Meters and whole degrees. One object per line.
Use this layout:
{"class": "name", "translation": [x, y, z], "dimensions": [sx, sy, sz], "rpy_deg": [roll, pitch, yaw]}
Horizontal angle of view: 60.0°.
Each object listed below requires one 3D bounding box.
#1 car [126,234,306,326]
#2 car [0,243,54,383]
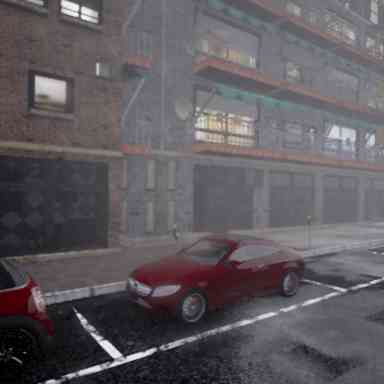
{"class": "car", "translation": [0.703, 1.592, 7.048], "dimensions": [4.206, 1.307, 1.802], "rpy_deg": [0, 1, -35]}
{"class": "car", "translation": [-3.895, 1.438, 3.765], "dimensions": [4.097, 1.590, 1.967], "rpy_deg": [0, 1, -35]}
